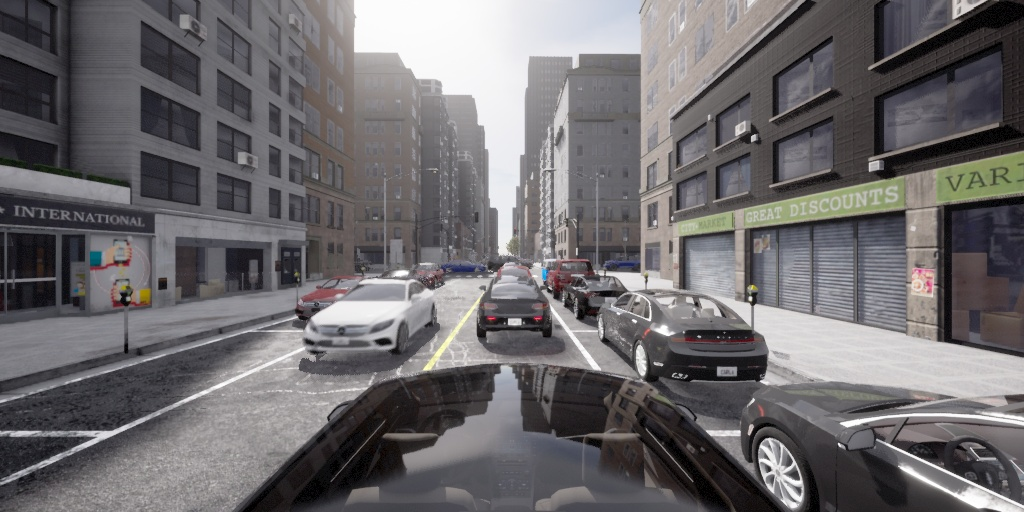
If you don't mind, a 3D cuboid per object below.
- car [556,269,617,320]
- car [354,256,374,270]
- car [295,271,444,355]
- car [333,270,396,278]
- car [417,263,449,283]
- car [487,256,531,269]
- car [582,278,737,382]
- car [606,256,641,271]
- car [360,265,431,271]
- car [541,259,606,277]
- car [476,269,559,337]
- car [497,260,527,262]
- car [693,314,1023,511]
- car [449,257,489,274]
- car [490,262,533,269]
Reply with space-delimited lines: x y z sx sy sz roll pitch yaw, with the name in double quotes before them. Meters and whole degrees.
"car" 2.862 1.316 12.472 1.948 1.339 4.313 0 0 0
"car" -19.769 0.989 43.438 5.566 2.045 2.150 0 0 0
"car" -3.094 1.275 8.812 1.812 1.442 4.674 0 0 0
"car" -5.664 1.332 12.466 1.802 1.307 4.207 0 0 0
"car" -5.661 1.189 23.516 1.967 1.591 4.097 0 0 0
"car" -0.263 0.966 43.542 5.566 2.045 2.150 0 0 0
"car" 2.860 1.300 6.948 2.007 1.370 4.403 0 0 0
"car" 14.843 0.960 47.050 5.566 2.045 2.150 0 0 2
"car" -5.663 1.315 17.991 1.948 1.339 4.313 0 0 0
"car" 2.863 1.065 17.996 2.192 1.841 5.009 0 0 0
"car" 0.040 1.276 10.160 1.812 1.442 4.674 0 0 -1
"car" 0.071 1.255 27.703 1.837 1.490 4.892 0 0 2
"car" 2.859 1.300 1.425 2.007 1.370 4.403 0 0 0
"car" -5.438 1.224 40.267 5.008 1.535 1.882 0 0 0
"car" 0.103 1.228 17.531 1.882 1.535 5.008 0 0 0
